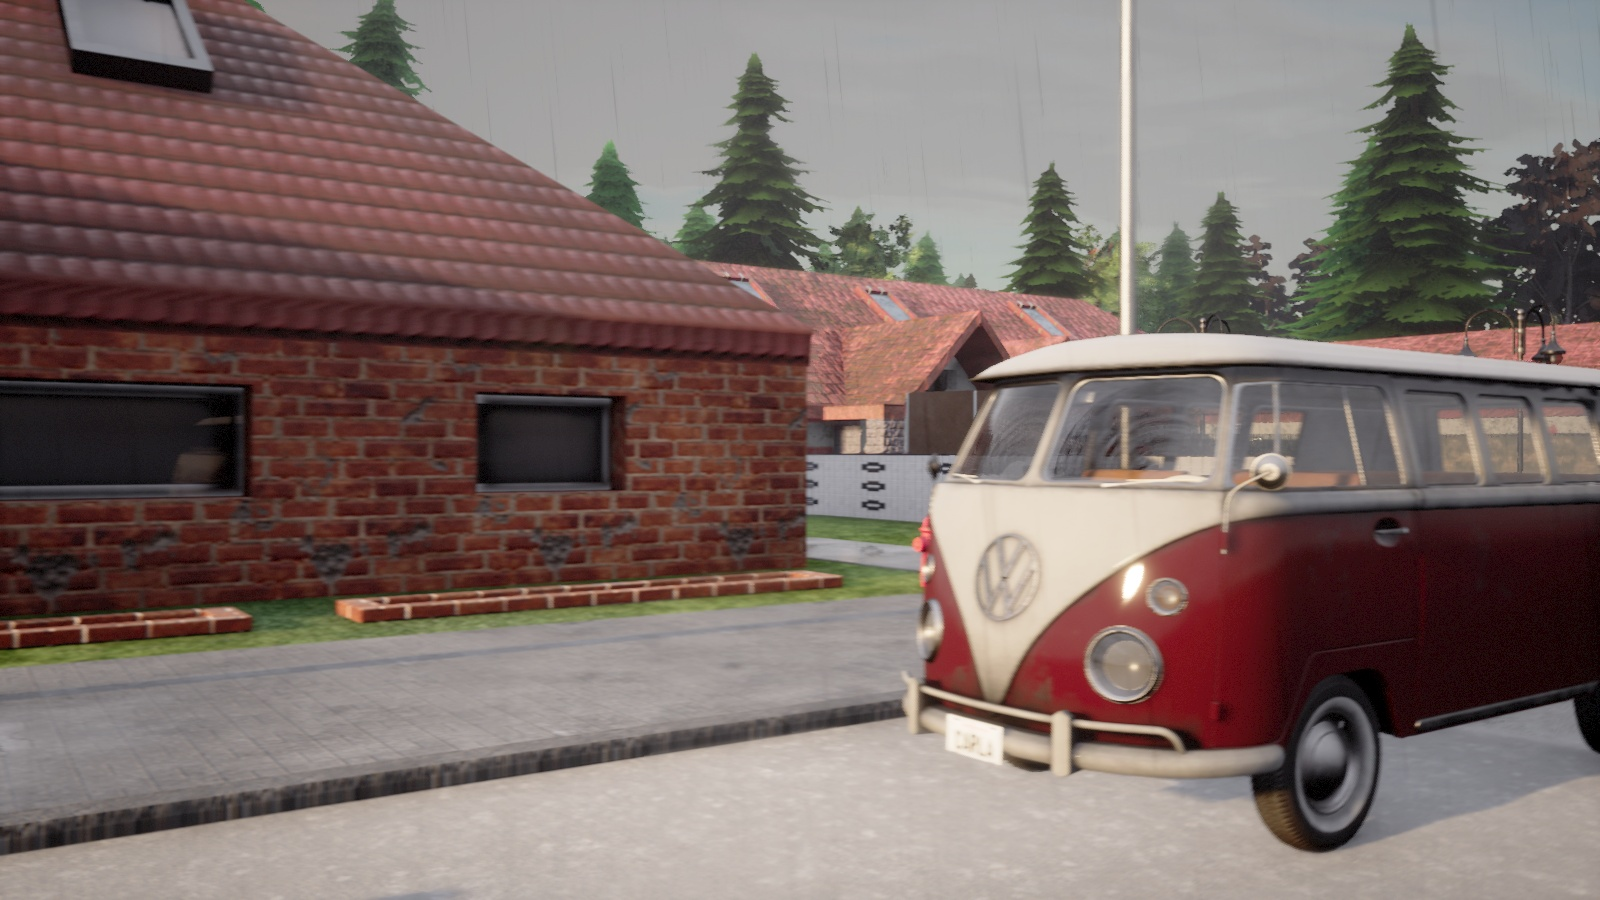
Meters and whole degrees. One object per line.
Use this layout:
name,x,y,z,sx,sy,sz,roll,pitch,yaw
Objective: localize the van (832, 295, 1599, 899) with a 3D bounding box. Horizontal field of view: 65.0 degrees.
van,2.469,0.508,5.988,4.442,1.987,1.775,0,0,-35
